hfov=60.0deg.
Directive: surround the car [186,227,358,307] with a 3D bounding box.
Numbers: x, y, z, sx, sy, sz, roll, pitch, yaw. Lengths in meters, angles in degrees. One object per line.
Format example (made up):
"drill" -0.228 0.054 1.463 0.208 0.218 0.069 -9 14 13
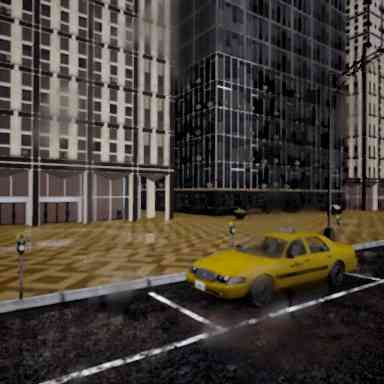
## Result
"car" 2.129 1.566 8.065 4.829 1.417 1.752 0 0 -35
